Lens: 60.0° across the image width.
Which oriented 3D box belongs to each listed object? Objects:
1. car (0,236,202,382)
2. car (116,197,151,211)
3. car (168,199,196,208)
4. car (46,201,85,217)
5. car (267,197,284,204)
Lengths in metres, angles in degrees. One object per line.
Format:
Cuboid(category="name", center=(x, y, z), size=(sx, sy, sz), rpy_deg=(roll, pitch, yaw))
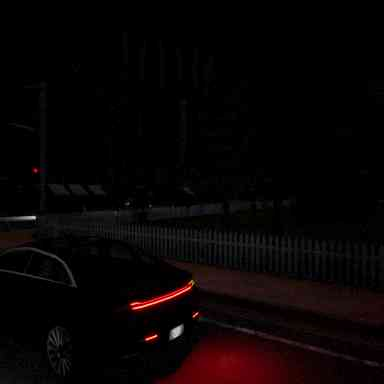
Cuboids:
Cuboid(category="car", center=(-2.153, 1.491, 5.477), size=(4.902, 1.511, 2.128), rpy_deg=(0, 0, 36))
Cuboid(category="car", center=(-6.991, 1.352, 39.911), size=(2.097, 1.767, 4.553), rpy_deg=(0, 0, 34))
Cuboid(category="car", center=(-1.432, 1.601, 48.131), size=(1.895, 1.301, 4.718), rpy_deg=(0, 0, 34))
Cuboid(category="car", center=(-12.409, 1.564, 31.888), size=(1.994, 1.385, 4.181), rpy_deg=(0, 0, 34))
Cuboid(category="car", center=(15.180, 1.547, 59.910), size=(2.033, 1.411, 5.357), rpy_deg=(0, 0, 34))
